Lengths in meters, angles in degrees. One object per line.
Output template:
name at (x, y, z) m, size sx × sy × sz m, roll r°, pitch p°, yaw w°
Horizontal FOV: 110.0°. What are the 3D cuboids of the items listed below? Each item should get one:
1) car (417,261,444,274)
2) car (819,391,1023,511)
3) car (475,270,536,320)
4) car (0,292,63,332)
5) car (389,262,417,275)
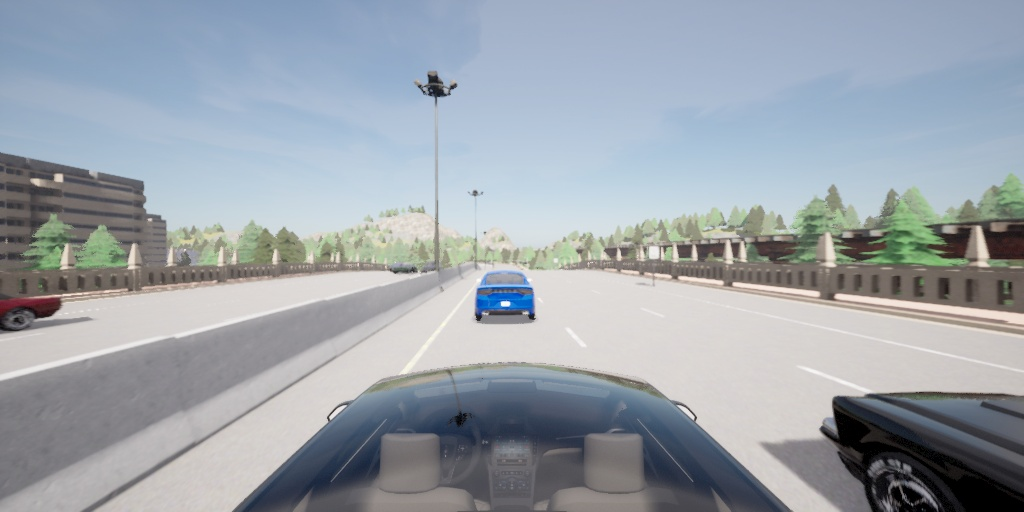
car at (-8.376, 1.307, 38.132) m, size 1.837 × 1.490 × 4.892 m, roll 0°, pitch 0°, yaw -2°
car at (3.503, 1.336, 0.832) m, size 1.895 × 1.301 × 4.718 m, roll 0°, pitch 0°, yaw 0°
car at (-0.266, 1.233, 12.814) m, size 1.882 × 1.535 × 5.008 m, roll 0°, pitch 0°, yaw -2°
car at (-14.295, 1.419, 8.413) m, size 1.895 × 1.301 × 4.718 m, roll 0°, pitch 0°, yaw -2°
car at (-11.957, 1.421, 40.241) m, size 1.895 × 1.301 × 4.718 m, roll 0°, pitch 0°, yaw -2°
